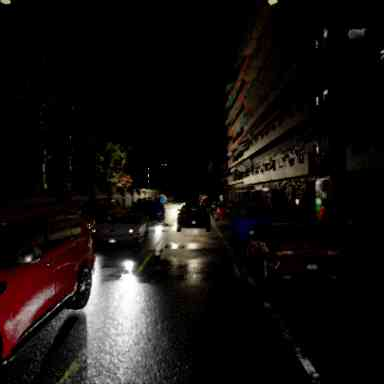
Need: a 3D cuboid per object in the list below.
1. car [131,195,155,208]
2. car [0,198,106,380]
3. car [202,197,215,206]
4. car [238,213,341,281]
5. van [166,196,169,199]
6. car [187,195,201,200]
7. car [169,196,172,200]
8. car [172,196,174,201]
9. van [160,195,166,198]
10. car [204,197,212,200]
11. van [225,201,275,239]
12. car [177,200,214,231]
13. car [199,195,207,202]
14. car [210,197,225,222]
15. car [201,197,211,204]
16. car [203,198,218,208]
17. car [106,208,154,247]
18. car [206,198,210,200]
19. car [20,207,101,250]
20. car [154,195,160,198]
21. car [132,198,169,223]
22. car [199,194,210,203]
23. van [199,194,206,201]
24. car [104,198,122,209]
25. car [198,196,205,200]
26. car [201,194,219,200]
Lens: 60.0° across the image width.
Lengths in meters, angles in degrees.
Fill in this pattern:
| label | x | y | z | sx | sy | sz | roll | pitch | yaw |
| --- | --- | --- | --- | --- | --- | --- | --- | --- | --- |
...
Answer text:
| label | x | y | z | sx | sy | sz | roll | pitch | yaw |
| --- | --- | --- | --- | --- | --- | --- | --- | --- | --- |
| car | -5.697 | 1.456 | 37.832 | 1.967 | 1.590 | 4.097 | 0 | 0 | 0 |
| car | -3.090 | 1.221 | 4.861 | 2.150 | 2.045 | 5.566 | 0 | 0 | -1 |
| car | 2.679 | 1.580 | 54.723 | 1.887 | 1.381 | 4.507 | 0 | 0 | 0 |
| car | 2.690 | 1.545 | 9.682 | 1.887 | 1.381 | 4.507 | 0 | 0 | 0 |
| van | -5.702 | 1.385 | 60.351 | 1.690 | 1.788 | 3.998 | 0 | 0 | 0 |
| car | 0.074 | 1.500 | 44.603 | 1.882 | 1.535 | 5.008 | 0 | 0 | 0 |
| car | -5.704 | 1.605 | 65.981 | 2.008 | 1.369 | 4.403 | 0 | 0 | 0 |
| car | -5.709 | 1.628 | 88.333 | 1.752 | 1.417 | 4.829 | 0 | 0 | 0 |
| van | -5.701 | 1.376 | 54.722 | 1.690 | 1.788 | 3.998 | 0 | 0 | 0 |
| car | 2.683 | 1.561 | 37.833 | 1.887 | 1.381 | 4.507 | 0 | 0 | 0 |
| van | 2.689 | 1.343 | 15.313 | 1.690 | 1.788 | 3.998 | 0 | 0 | 0 |
| car | 0.094 | 1.481 | 20.468 | 1.882 | 1.535 | 5.008 | 0 | 0 | 0 |
| car | 2.673 | 1.531 | 82.874 | 1.967 | 1.590 | 4.097 | 0 | 0 | 0 |
| car | 2.686 | 1.447 | 26.573 | 1.967 | 1.590 | 4.097 | 0 | 0 | 0 |
| car | 2.677 | 1.636 | 65.984 | 1.802 | 1.307 | 4.206 | 0 | 0 | 0 |
| car | 2.680 | 1.578 | 49.094 | 2.008 | 1.369 | 4.403 | 0 | 0 | 0 |
| car | -3.083 | 1.602 | 15.141 | 1.895 | 1.301 | 4.718 | 0 | 0 | 0 |
| car | 2.684 | 1.562 | 32.203 | 2.008 | 1.369 | 4.403 | 0 | 0 | 0 |
| car | -5.691 | 1.527 | 15.141 | 1.752 | 1.417 | 4.829 | 0 | 0 | 0 |
| car | -5.698 | 1.462 | 43.461 | 1.967 | 1.590 | 4.097 | 0 | 0 | 0 |
| car | -3.080 | 1.484 | 25.535 | 1.882 | 1.535 | 5.008 | 0 | 0 | 0 |
| car | 2.675 | 1.380 | 71.614 | 2.192 | 1.841 | 5.009 | 0 | 0 | 0 |
| van | 2.672 | 1.445 | 88.505 | 1.690 | 1.788 | 3.998 | 0 | 0 | 0 |
| car | -5.693 | 1.319 | 20.941 | 2.192 | 1.841 | 5.009 | 0 | 0 | 0 |
| car | 2.670 | 1.682 | 94.135 | 1.947 | 1.339 | 4.313 | 0 | 0 | 0 |
| car | 2.683 | 1.337 | 43.463 | 2.192 | 1.841 | 5.009 | 0 | 0 | 0 |
